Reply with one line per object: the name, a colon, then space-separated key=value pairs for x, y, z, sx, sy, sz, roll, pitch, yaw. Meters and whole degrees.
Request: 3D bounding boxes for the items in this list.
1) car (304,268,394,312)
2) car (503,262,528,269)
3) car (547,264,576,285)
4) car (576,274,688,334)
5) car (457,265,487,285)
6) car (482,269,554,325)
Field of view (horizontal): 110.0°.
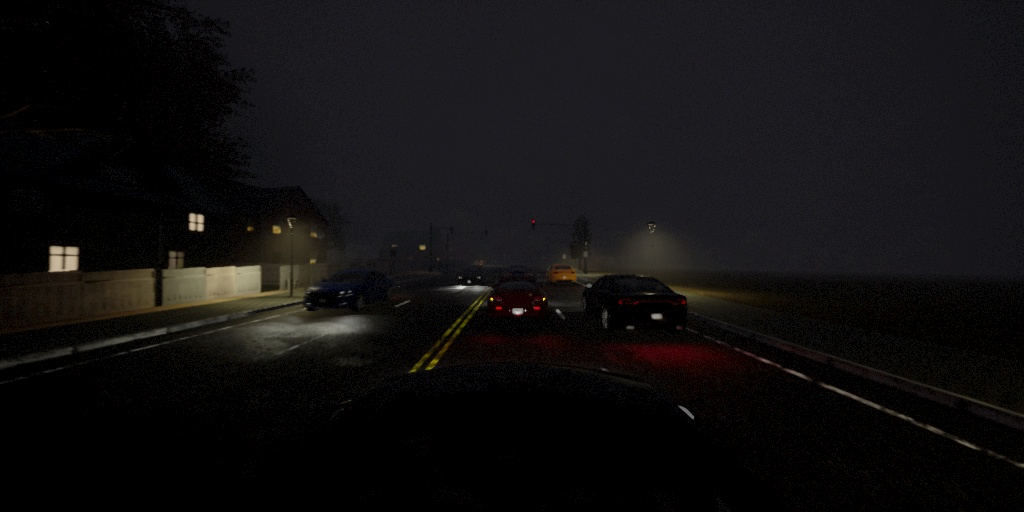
car: x=-6.482 y=1.296 z=14.838 sx=1.882 sy=1.535 sz=5.008 roll=0 pitch=-1 yaw=1
car: x=0.484 y=1.414 z=27.250 sx=1.812 sy=1.442 sz=4.674 roll=0 pitch=0 yaw=1
car: x=3.767 y=1.368 z=27.679 sx=1.882 sy=1.535 sz=5.008 roll=0 pitch=0 yaw=2
car: x=3.422 y=1.277 z=10.896 sx=1.882 sy=1.535 sz=5.008 roll=0 pitch=0 yaw=1
car: x=-2.922 y=1.441 z=27.861 sx=2.033 sy=1.411 sz=5.357 roll=0 pitch=0 yaw=2
car: x=0.185 y=1.330 z=11.938 sx=1.812 sy=1.442 sz=4.674 roll=0 pitch=0 yaw=1
